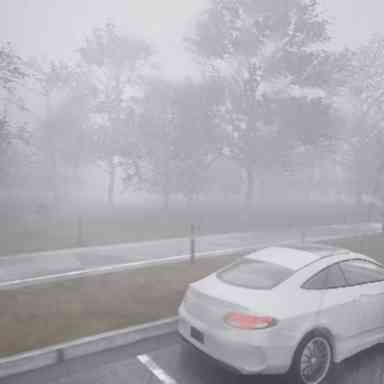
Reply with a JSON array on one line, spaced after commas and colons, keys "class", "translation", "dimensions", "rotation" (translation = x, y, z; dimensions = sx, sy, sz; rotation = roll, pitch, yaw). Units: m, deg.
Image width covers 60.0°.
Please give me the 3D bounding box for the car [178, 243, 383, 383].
[{"class": "car", "translation": [2.012, 1.555, 5.218], "dimensions": [4.674, 1.452, 2.002], "rotation": [0, -1, -32]}]
